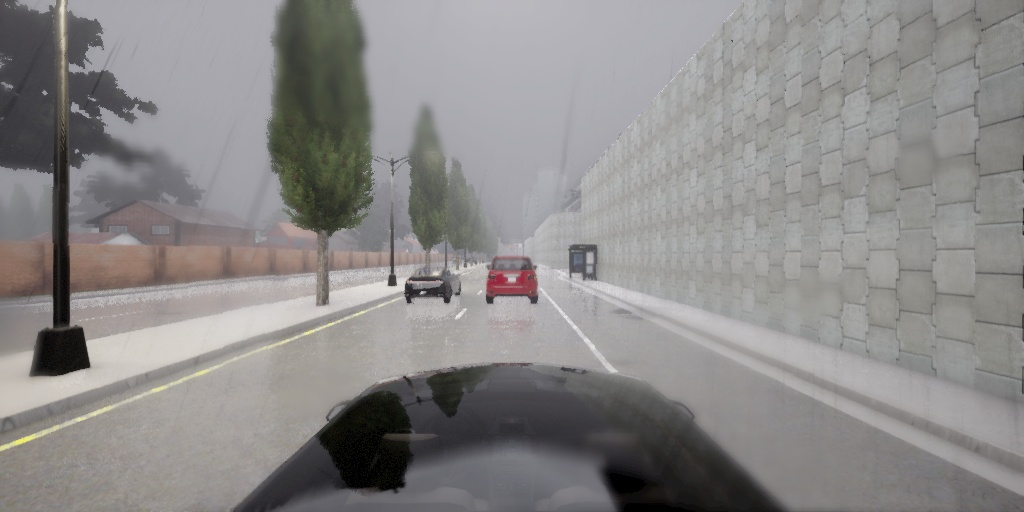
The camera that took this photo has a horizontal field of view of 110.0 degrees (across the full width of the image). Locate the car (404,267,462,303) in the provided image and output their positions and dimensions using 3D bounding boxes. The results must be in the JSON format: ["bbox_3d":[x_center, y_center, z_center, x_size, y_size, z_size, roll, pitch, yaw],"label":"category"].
[{"bbox_3d":[-3.500,1.242,16.500,2.128,1.511,4.902,0,0,0],"label":"car"}]

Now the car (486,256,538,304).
[{"bbox_3d":[0.000,1.005,16.530,2.150,2.045,5.566,0,0,0],"label":"car"}]
